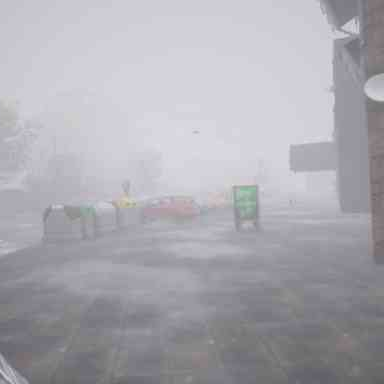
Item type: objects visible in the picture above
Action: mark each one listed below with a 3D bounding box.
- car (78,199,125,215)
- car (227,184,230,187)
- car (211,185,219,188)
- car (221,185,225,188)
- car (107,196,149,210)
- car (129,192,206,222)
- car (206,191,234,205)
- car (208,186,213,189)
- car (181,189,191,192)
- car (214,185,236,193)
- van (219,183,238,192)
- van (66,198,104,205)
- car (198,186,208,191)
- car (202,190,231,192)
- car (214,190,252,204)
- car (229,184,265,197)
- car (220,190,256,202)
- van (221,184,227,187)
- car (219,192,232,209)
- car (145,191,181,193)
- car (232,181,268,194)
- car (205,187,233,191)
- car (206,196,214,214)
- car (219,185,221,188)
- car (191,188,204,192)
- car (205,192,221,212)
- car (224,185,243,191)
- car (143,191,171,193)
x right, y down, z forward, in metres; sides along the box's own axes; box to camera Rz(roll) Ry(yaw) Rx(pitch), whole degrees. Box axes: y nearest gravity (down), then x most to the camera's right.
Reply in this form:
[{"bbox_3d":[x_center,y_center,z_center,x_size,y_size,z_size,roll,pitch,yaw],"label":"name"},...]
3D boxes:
[{"bbox_3d":[-10.479,1.766,38.622,4.892,1.521,2.231,-2,2,22],"label":"car"},{"bbox_3d":[6.362,-0.432,79.965,4.674,1.452,2.002,-2,2,22],"label":"car"},{"bbox_3d":[2.109,-0.162,69.630,5.566,2.045,2.435,-2,2,22],"label":"car"},{"bbox_3d":[4.228,-0.162,74.806,4.792,1.488,2.163,-2,2,22],"label":"car"},{"bbox_3d":[-8.411,1.493,43.668,4.892,1.521,2.231,-2,2,22],"label":"car"},{"bbox_3d":[-2.177,1.358,26.432,5.566,2.045,2.435,-2,1,22],"label":"car"},{"bbox_3d":[2.426,1.088,37.141,5.366,1.575,1.946,-2,2,22],"label":"car"},{"bbox_3d":[1.072,0.258,67.056,4.792,1.488,2.163,-2,2,22],"label":"car"},{"bbox_3d":[-3.193,0.669,56.599,4.553,1.767,2.185,-2,2,22],"label":"car"},{"bbox_3d":[8.419,-0.746,85.016,5.008,1.535,2.097,-2,2,22],"label":"car"},{"bbox_3d":[9.608,-1.121,87.667,4.442,1.987,1.878,-2,2,22],"label":"van"},{"bbox_3d":[-11.430,1.669,35.984,4.442,1.987,1.878,-2,1,22],"label":"van"},{"bbox_3d":[0.009,0.243,64.468,4.553,1.767,2.185,-2,2,22],"label":"car"},{"bbox_3d":[3.414,0.946,40.042,4.892,1.521,2.231,-2,2,22],"label":"car"},{"bbox_3d":[5.603,0.686,45.354,4.792,1.488,2.163,-2,2,22],"label":"car"},{"bbox_3d":[8.905,0.086,53.642,4.553,1.767,2.185,-2,2,22],"label":"car"},{"bbox_3d":[6.680,0.551,48.085,4.674,1.452,2.002,-2,2,22],"label":"car"},{"bbox_3d":[5.185,-0.553,77.418,4.442,1.987,1.878,-2,2,22],"label":"van"},{"bbox_3d":[0.977,1.250,34.562,5.366,1.575,1.946,-2,2,22],"label":"car"},{"bbox_3d":[-5.202,0.814,51.520,5.566,2.045,2.435,-2,2,22],"label":"car"},{"bbox_3d":[10.012,-0.182,56.218,5.566,2.045,2.435,-2,2,22],"label":"car"},{"bbox_3d":[4.490,0.678,42.631,4.553,1.767,2.185,-2,2,22],"label":"car"},{"bbox_3d":[-1.022,1.507,29.150,5.008,1.535,2.097,-2,1,22],"label":"car"},{"bbox_3d":[3.223,-0.179,72.197,4.553,1.767,2.185,-2,2,22],"label":"car"},{"bbox_3d":[-0.978,0.535,61.863,4.792,1.488,2.163,-2,2,22],"label":"car"},{"bbox_3d":[0.005,1.265,31.778,4.553,1.767,2.185,-2,2,22],"label":"car"},{"bbox_3d":[11.623,-1.170,92.884,4.892,1.521,2.231,-2,2,22],"label":"car"},{"bbox_3d":[-6.261,1.206,48.951,5.008,1.535,2.097,-2,2,22],"label":"car"}]
